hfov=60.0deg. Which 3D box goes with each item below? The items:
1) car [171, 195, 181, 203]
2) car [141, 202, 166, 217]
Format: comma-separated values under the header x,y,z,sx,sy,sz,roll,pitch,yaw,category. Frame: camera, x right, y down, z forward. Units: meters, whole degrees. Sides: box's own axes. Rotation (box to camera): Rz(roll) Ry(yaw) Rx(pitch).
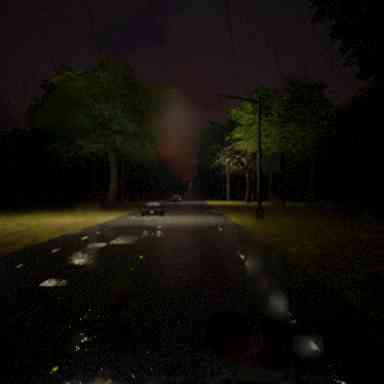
x,y,z,sx,sy,sz,roll,pitch,yaw,category
-3.523,1.463,73.124,2.097,1.767,4.553,0,0,0,car
-3.606,1.617,31.772,1.994,1.385,4.181,0,0,0,car
